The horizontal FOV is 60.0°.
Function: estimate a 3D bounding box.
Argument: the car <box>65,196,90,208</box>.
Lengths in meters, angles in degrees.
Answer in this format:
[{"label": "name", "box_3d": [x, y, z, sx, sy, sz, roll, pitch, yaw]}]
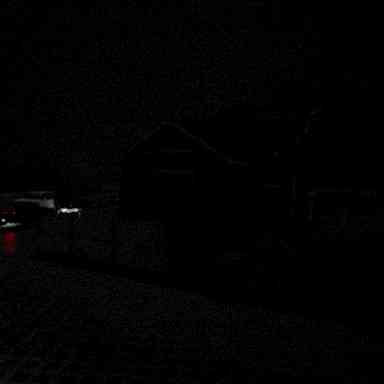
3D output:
[{"label": "car", "box_3d": [-13.654, 1.157, 39.609, 1.895, 1.301, 4.718, 2, 1, -2]}]

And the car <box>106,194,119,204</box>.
[{"label": "car", "box_3d": [-11.204, 1.028, 48.830, 2.033, 1.411, 5.357, 2, 1, -3]}]

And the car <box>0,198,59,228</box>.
[{"label": "car", "box_3d": [-11.100, 1.454, 22.482, 2.128, 1.511, 4.902, 3, 1, 5]}]

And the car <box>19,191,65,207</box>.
[{"label": "car", "box_3d": [-13.662, 0.957, 29.348, 2.150, 2.045, 5.566, 2, 1, 2]}]
